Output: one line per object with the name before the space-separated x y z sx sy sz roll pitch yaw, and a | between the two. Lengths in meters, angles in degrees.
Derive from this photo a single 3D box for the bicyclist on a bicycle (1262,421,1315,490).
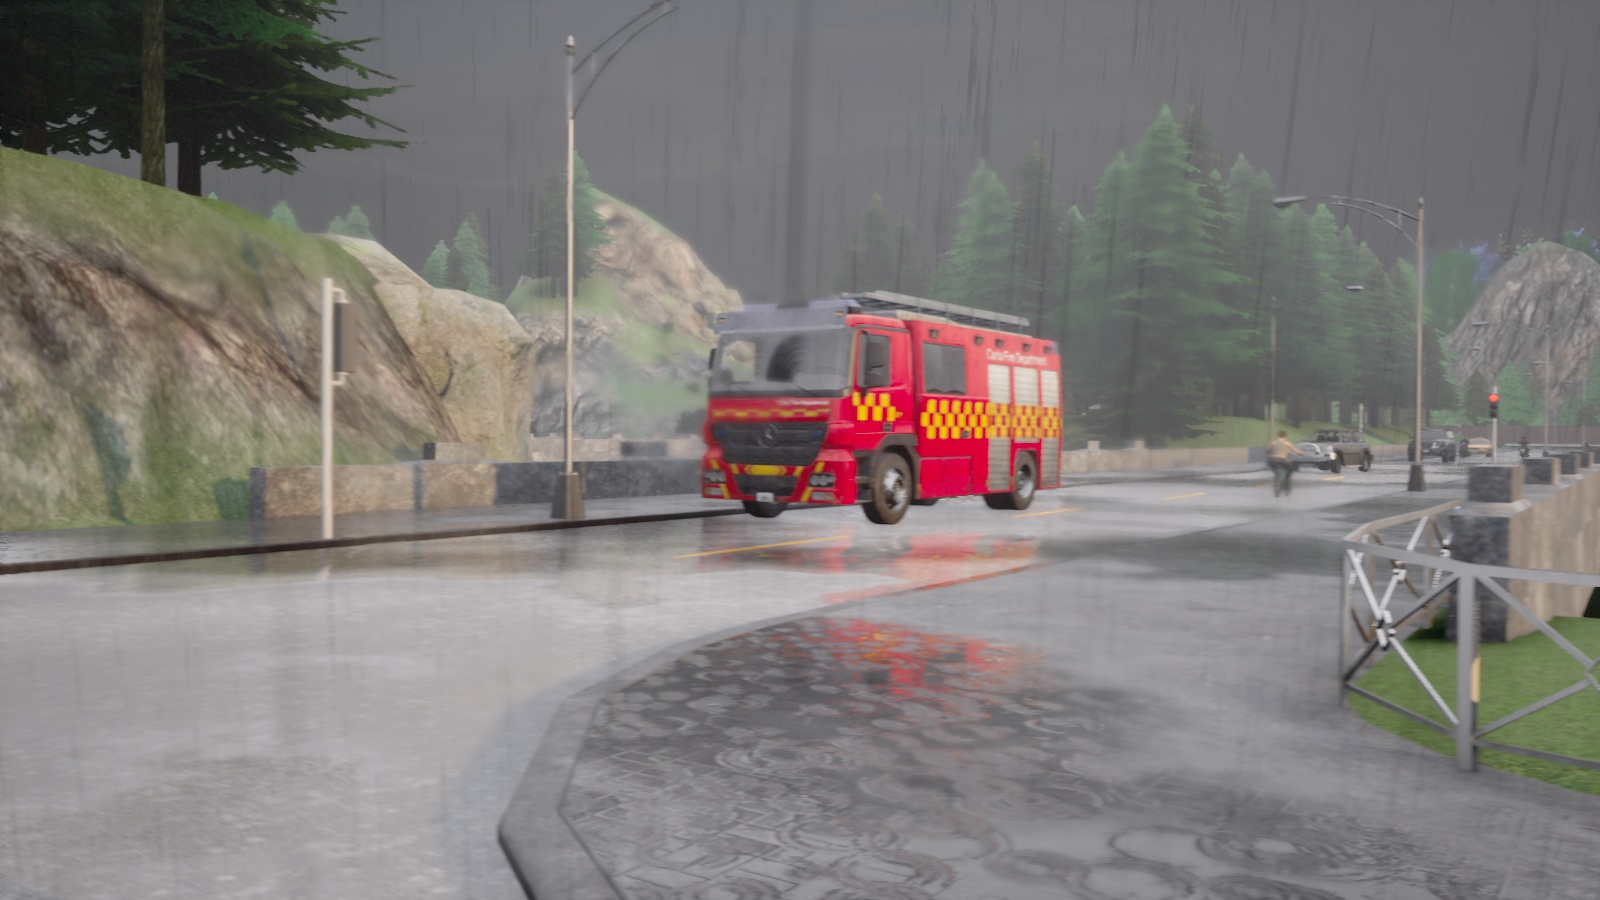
bicyclist on a bicycle | 11.729 0.122 30.121 0.866 1.612 1.509 0 1 35

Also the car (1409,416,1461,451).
car | 38.709 -1.020 76.491 2.150 2.045 5.566 0 1 34

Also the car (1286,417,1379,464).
car | 21.888 -0.403 51.548 1.932 1.855 4.605 0 1 45

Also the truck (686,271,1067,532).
truck | 1.790 -0.778 22.712 2.891 3.827 8.468 0 1 34
